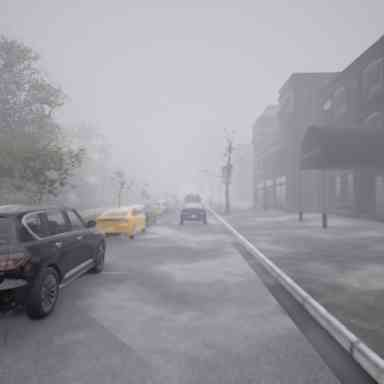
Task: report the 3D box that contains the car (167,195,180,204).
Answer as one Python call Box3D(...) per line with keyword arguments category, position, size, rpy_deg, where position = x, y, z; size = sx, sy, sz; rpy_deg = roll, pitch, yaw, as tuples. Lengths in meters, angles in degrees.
Box3D(category="car", position=(-3.643, 1.435, 67.420), size=(2.185, 1.767, 4.553), rpy_deg=(0, 0, 2))

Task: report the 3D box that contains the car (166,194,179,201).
Box3D(category="car", position=(-3.644, 1.565, 50.813), size=(2.097, 1.535, 5.008), rpy_deg=(0, 0, 2))

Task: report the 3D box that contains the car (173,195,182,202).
Box3D(category="car", position=(-3.633, 1.539, 84.272), size=(1.946, 1.575, 5.366), rpy_deg=(0, 1, 2))

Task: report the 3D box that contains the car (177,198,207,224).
Box3D(category="car", position=(0.103, 1.504, 25.189), size=(1.882, 1.535, 5.008), rpy_deg=(0, 0, 0))

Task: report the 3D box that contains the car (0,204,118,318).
Box3D(category="car", position=(-3.652, 1.273, 7.650), size=(2.435, 2.045, 5.566), rpy_deg=(0, 0, 1))

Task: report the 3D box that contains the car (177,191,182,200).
Box3D(category="car", position=(-3.642, 1.301, 59.766), size=(2.435, 2.045, 5.566), rpy_deg=(0, 0, 2))

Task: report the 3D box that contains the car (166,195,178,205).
Box3D(category="car", position=(-3.645, 1.576, 45.272), size=(2.231, 1.521, 4.892), rpy_deg=(0, -1, 2))

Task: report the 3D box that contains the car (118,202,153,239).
Box3D(category="car", position=(-3.649, 1.504, 17.534), size=(2.097, 1.535, 5.008), rpy_deg=(0, 0, 2))

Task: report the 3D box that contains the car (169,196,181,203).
Box3D(category="car", position=(-3.652, 1.613, 73.025), size=(2.163, 1.488, 4.792), rpy_deg=(-1, 0, 2))

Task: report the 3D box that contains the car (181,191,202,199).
Box3D(category="car", position=(0.106, 1.278, 42.979), size=(2.150, 2.045, 5.566), rpy_deg=(0, 0, 0))

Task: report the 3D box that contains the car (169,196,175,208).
Box3D(category="car", position=(-3.646, 1.566, 39.716), size=(2.097, 1.535, 5.008), rpy_deg=(0, 0, 2))

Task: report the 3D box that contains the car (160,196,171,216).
Box3D(category="car", position=(-3.639, 1.539, 33.334), size=(1.946, 1.575, 5.366), rpy_deg=(0, 0, 2))

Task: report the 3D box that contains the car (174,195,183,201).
Box3D(category="car", position=(-3.639, 1.562, 90.409), size=(2.002, 1.452, 4.674), rpy_deg=(0, 0, 2))

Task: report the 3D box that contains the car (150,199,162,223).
Box3D(category="car", position=(-3.648, 1.524, 23.082), size=(2.097, 1.535, 5.008), rpy_deg=(0, 0, 2))
